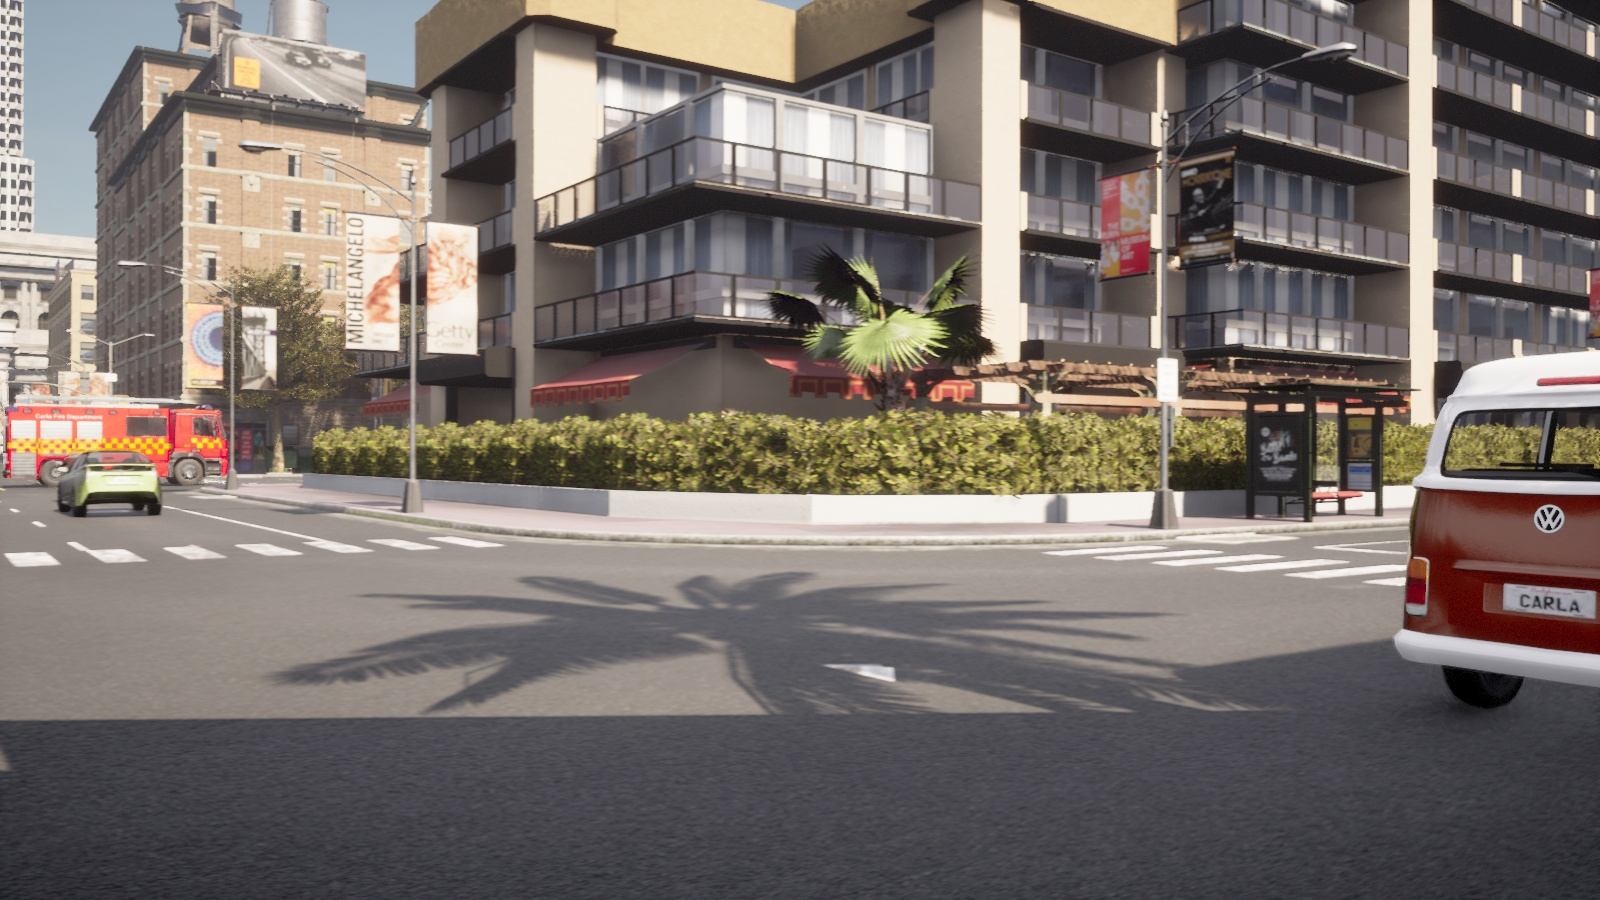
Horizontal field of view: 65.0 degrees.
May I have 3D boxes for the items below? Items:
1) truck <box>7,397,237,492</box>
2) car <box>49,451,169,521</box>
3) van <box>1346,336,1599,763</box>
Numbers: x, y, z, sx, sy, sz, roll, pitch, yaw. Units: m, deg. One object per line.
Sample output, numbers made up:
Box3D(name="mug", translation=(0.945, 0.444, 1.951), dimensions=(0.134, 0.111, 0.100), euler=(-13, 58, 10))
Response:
Box3D(name="truck", translation=(-29.259, -0.225, 54.423), dimensions=(8.468, 3.827, 2.891), euler=(0, 0, -36))
Box3D(name="car", translation=(-16.603, 0.800, 30.064), dimensions=(2.007, 1.525, 4.514), euler=(0, 0, -35))
Box3D(name="van", translation=(5.506, 0.475, 7.493), dimensions=(4.480, 2.038, 2.069), euler=(0, 0, -35))
